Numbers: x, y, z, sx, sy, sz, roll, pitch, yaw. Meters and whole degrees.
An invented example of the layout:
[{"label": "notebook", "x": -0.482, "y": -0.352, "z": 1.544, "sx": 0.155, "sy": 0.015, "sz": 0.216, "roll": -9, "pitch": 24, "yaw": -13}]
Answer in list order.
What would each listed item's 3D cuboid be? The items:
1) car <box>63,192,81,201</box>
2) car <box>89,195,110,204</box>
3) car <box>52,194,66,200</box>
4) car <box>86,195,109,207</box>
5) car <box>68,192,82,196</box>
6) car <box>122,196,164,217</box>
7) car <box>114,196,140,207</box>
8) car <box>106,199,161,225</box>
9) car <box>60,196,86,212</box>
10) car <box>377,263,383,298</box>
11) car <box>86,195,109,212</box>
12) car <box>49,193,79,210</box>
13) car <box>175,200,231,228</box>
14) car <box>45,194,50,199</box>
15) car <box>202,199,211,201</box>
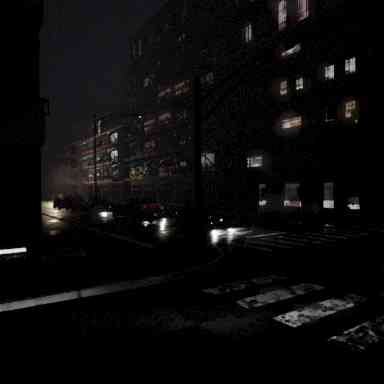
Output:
[{"label": "car", "x": -25.016, "y": 0.936, "z": 69.247, "sx": 2.192, "sy": 1.841, "sz": 5.009, "roll": -1, "pitch": 1, "yaw": -35}, {"label": "car", "x": -15.443, "y": 1.217, "z": 55.348, "sx": 1.752, "sy": 1.417, "sz": 4.829, "roll": -1, "pitch": 1, "yaw": -35}, {"label": "car", "x": -31.459, "y": 1.125, "z": 78.611, "sx": 2.008, "sy": 1.369, "sz": 4.403, "roll": -1, "pitch": 1, "yaw": -35}, {"label": "car", "x": -13.795, "y": 1.267, "z": 48.293, "sx": 1.837, "sy": 1.490, "sz": 4.892, "roll": -1, "pitch": 1, "yaw": -34}, {"label": "car", "x": -19.750, "y": 1.210, "z": 56.854, "sx": 2.128, "sy": 1.511, "sz": 4.902, "roll": -1, "pitch": 1, "yaw": -35}, {"label": "car", "x": -4.248, "y": 1.258, "z": 28.872, "sx": 2.097, "sy": 1.767, "sz": 4.553, "roll": -1, "pitch": 1, "yaw": -35}, {"label": "car", "x": -8.999, "y": 1.266, "z": 45.987, "sx": 1.752, "sy": 1.417, "sz": 4.829, "roll": -1, "pitch": 1, "yaw": -35}, {"label": "car", "x": -4.344, "y": 1.509, "z": 24.224, "sx": 1.887, "sy": 1.381, "sz": 4.507, "roll": -1, "pitch": 1, "yaw": -35}, {"label": "car", "x": -12.579, "y": 1.449, "z": 36.414, "sx": 2.008, "sy": 1.369, "sz": 4.403, "roll": -1, "pitch": 1, "yaw": -35}, {"label": "car", "x": 6.012, "y": 1.488, "z": 6.261, "sx": 4.902, "sy": 1.511, "sz": 2.128, "roll": 0, "pitch": -1, "yaw": -10}, {"label": "car", "x": -9.846, "y": 1.426, "z": 37.017, "sx": 1.994, "sy": 1.385, "sz": 4.181, "roll": -1, "pitch": 1, "yaw": -35}, {"label": "car", "x": -15.802, "y": 1.313, "z": 41.093, "sx": 1.967, "sy": 1.590, "sz": 4.097, "roll": -1, "pitch": 1, "yaw": -35}, {"label": "car", "x": 0.648, "y": 1.508, "z": 21.767, "sx": 1.994, "sy": 1.385, "sz": 4.181, "roll": -1, "pitch": 1, "yaw": -34}, {"label": "car", "x": -34.778, "y": 1.076, "z": 83.431, "sx": 1.752, "sy": 1.417, "sz": 4.829, "roll": -1, "pitch": 1, "yaw": -35}, {"label": "car", "x": 0.849, "y": 1.360, "z": 31.868, "sx": 1.887, "sy": 1.381, "sz": 4.507, "roll": -1, "pitch": 1, "yaw": -35}]
